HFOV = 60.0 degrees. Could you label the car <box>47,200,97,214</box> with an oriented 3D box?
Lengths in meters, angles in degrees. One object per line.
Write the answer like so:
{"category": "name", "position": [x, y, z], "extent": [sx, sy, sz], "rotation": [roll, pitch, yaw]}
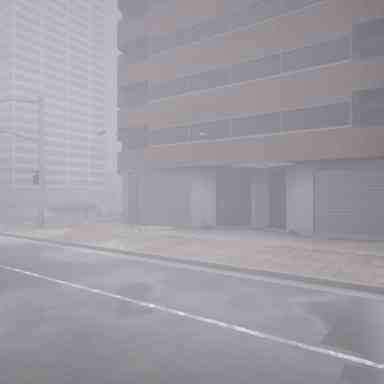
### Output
{"category": "car", "position": [-13.034, 1.547, 36.532], "extent": [2.033, 1.411, 5.357], "rotation": [0, 0, 35]}

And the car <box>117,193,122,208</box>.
{"category": "car", "position": [-7.338, 1.352, 44.654], "extent": [2.097, 1.767, 4.553], "rotation": [0, 0, 35]}
